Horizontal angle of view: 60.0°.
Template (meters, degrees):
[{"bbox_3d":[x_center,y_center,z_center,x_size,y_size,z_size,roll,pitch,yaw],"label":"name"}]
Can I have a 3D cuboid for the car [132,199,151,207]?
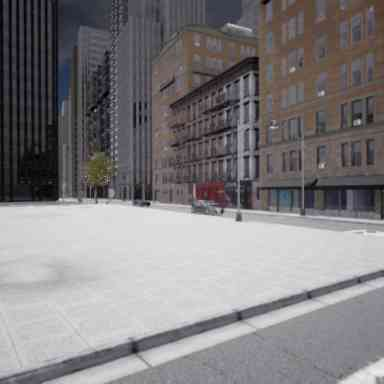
[{"bbox_3d":[-8.331,1.839,54.753,1.895,1.301,4.718,0,0,-26],"label":"car"}]

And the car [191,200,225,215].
[{"bbox_3d":[1.545,1.601,34.509,2.128,1.511,4.902,0,0,-26],"label":"car"}]
